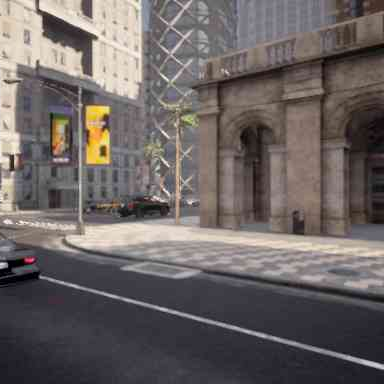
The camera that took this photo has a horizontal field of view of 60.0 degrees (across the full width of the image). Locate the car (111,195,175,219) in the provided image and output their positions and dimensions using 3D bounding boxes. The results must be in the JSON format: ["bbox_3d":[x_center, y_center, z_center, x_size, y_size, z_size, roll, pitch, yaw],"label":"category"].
[{"bbox_3d":[-4.484,1.318,31.089,2.150,2.045,5.566,0,0,36],"label":"car"}]

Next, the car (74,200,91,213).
[{"bbox_3d":[-11.646,1.645,39.421,1.837,1.490,4.892,0,1,35],"label":"car"}]

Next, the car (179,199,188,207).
[{"bbox_3d":[-2.825,1.691,51.770,2.033,1.411,5.357,0,0,36],"label":"car"}]

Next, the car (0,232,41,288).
[{"bbox_3d":[-5.921,1.590,8.463,5.357,1.411,2.033,0,0,38],"label":"car"}]

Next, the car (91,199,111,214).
[{"bbox_3d":[-8.554,1.606,37.732,1.882,1.535,5.008,0,0,35],"label":"car"}]

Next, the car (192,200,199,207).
[{"bbox_3d":[1.798,1.692,52.190,1.994,1.385,4.181,0,0,36],"label":"car"}]
